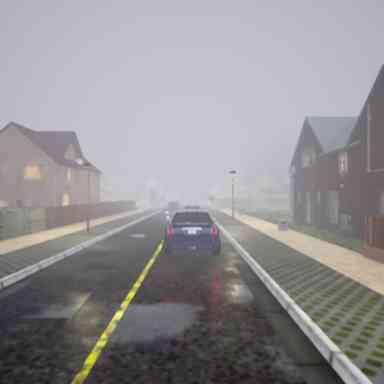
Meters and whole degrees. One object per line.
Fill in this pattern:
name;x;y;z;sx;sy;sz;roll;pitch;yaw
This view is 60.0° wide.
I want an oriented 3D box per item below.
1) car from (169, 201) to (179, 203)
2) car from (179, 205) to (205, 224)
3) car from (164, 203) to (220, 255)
car;-2.750;2.173;50.426;1.837;1.490;4.892;0;-1;0
car;0.003;1.877;28.979;2.033;1.411;5.357;0;-1;0
car;0.003;1.492;14.072;2.097;1.767;4.553;0;-1;0
